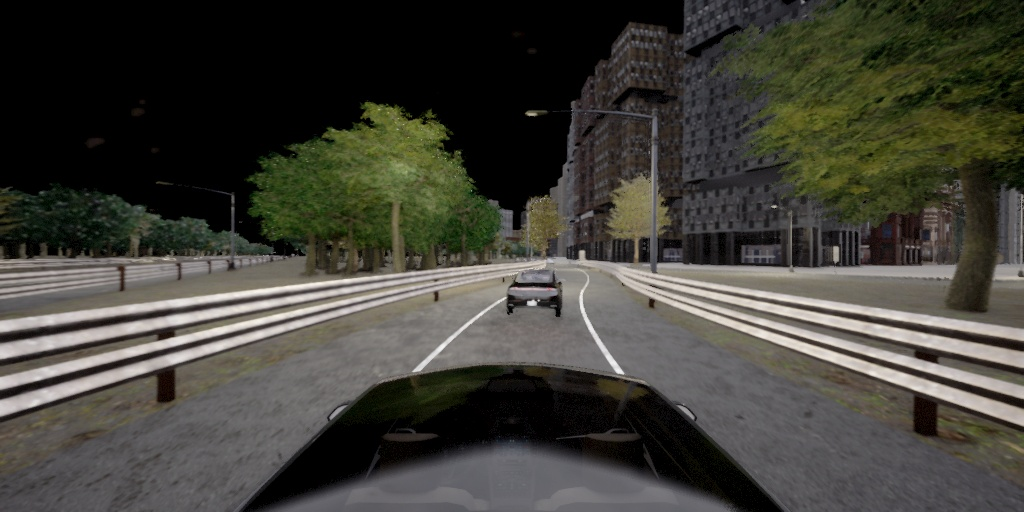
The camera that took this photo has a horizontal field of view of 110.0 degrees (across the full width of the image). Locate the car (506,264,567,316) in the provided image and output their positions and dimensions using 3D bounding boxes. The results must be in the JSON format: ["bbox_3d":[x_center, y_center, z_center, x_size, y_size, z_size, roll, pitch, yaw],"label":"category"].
[{"bbox_3d":[0.970,1.246,13.442,2.128,1.511,4.902,0,0,8],"label":"car"}]
